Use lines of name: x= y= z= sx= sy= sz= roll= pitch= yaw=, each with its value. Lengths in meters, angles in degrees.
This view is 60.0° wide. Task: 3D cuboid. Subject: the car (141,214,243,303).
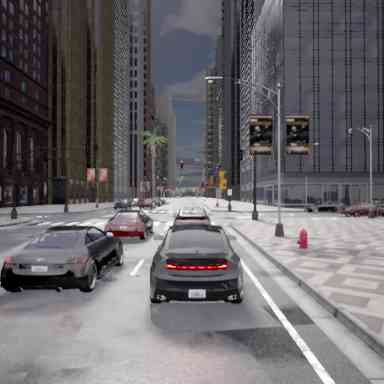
car: x=0.088 y=1.522 z=8.191 sx=1.837 sy=1.490 sz=4.892 roll=0 pitch=0 yaw=0

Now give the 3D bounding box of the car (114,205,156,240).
car: x=-3.176 y=1.617 z=17.364 sx=1.994 sy=1.385 sz=4.181 roll=0 pitch=0 yaw=0

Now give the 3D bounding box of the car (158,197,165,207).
car: x=-6.665 y=1.706 z=60.060 sx=2.097 sy=1.767 sz=4.553 roll=0 pitch=0 yaw=0

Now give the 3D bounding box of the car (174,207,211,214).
car: x=0.022 y=1.545 z=17.512 sx=2.128 sy=1.511 sz=4.902 roll=0 pitch=0 yaw=0

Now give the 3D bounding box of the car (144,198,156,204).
car: x=-9.875 y=2.056 z=78.326 sx=2.033 sy=1.411 sz=5.357 roll=0 pitch=-1 yaw=0

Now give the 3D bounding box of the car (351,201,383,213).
car: x=20.766 y=1.676 z=37.856 sx=4.313 sy=1.339 sz=1.947 roll=0 pitch=-1 yaw=-1

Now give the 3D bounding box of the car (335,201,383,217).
car: x=15.270 y=1.602 z=29.236 sx=4.206 sy=1.307 sz=1.802 roll=0 pitch=-1 yaw=-1

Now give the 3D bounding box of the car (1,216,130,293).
car: x=-3.169 y=1.584 z=8.965 sx=1.994 sy=1.385 sz=4.181 roll=0 pitch=0 yaw=1

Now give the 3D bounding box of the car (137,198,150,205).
car: x=-9.862 y=1.984 z=67.732 sx=1.994 sy=1.385 sz=4.181 roll=0 pitch=-1 yaw=1

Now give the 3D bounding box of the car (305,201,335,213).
car: x=15.126 y=1.695 z=37.759 sx=4.313 sy=1.339 sz=1.947 roll=0 pitch=-1 yaw=-1

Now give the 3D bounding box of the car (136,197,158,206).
car: x=-6.675 y=1.752 z=50.022 sx=1.882 sy=1.535 sz=5.008 roll=0 pitch=0 yaw=0

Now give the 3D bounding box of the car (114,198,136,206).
car: x=-9.925 y=1.808 z=48.292 sx=2.033 sy=1.411 sz=5.357 roll=0 pitch=0 yaw=0
